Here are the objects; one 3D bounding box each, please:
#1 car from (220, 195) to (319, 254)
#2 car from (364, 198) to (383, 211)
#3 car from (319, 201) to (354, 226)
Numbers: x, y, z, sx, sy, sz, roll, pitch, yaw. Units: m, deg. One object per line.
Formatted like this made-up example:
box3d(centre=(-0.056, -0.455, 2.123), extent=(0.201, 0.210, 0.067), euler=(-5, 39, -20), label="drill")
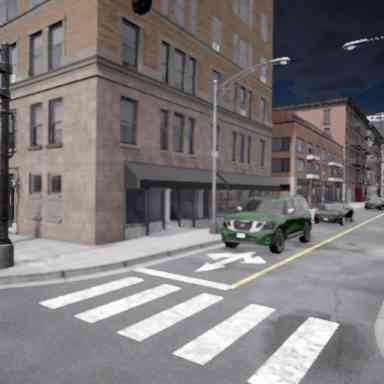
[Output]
box3d(centre=(3.309, 1.181, 13.904), extent=(2.150, 2.045, 5.566), euler=(1, 0, 35), label="car")
box3d(centre=(22.468, 1.472, 40.784), extent=(1.882, 1.535, 5.008), euler=(1, 0, 36), label="car")
box3d(centre=(10.045, 1.446, 23.411), extent=(1.882, 1.535, 5.008), euler=(1, 1, 35), label="car")
